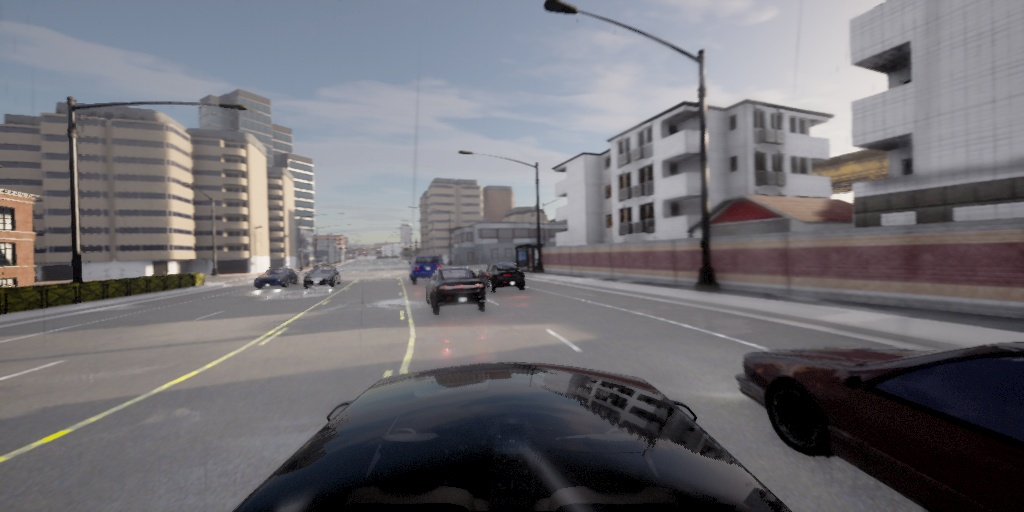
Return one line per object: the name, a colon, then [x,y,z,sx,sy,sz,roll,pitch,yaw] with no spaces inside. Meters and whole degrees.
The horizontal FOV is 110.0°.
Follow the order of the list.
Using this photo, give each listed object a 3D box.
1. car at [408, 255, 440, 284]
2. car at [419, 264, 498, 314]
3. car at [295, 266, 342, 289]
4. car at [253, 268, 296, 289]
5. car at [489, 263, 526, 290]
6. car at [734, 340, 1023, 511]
car: [-6.734,0.991,27.830,2.150,2.045,5.566,-2,0,-18]
car: [-2.290,1.225,13.919,2.128,1.511,4.902,-2,0,-17]
car: [-13.609,1.470,25.924,2.128,1.511,4.902,-2,0,-18]
car: [-17.727,1.632,27.307,2.033,1.411,5.357,-2,0,-18]
car: [-0.691,1.152,20.541,1.837,1.490,4.892,-2,0,-17]
car: [3.662,1.193,1.860,2.033,1.411,5.357,-2,0,-1]
